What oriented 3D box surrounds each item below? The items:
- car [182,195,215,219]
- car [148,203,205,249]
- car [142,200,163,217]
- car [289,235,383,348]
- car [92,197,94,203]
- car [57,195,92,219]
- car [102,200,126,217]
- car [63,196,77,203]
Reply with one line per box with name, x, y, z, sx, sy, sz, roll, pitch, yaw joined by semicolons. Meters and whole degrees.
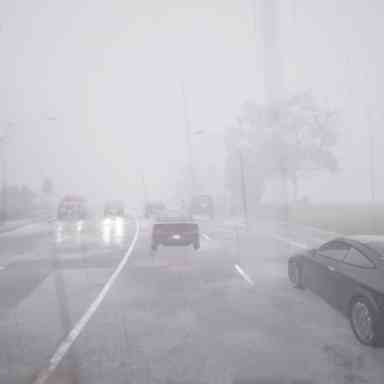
car;0.438;1.241;29.523;2.150;2.045;5.566;0;0;-11
car;-0.821;1.488;14.622;1.882;1.535;5.008;0;0;-6
car;-3.684;1.504;31.949;1.882;1.535;5.008;0;0;-12
car;3.325;1.522;6.192;1.812;1.442;4.674;0;0;-3
car;-22.205;1.494;70.477;1.837;1.490;4.892;0;0;-28
car;-10.484;1.253;29.554;2.150;2.045;5.566;0;0;-13
car;-7.371;1.521;31.520;2.128;1.511;4.902;0;0;-13
car;-25.231;1.545;68.718;1.994;1.385;4.181;0;0;-28
